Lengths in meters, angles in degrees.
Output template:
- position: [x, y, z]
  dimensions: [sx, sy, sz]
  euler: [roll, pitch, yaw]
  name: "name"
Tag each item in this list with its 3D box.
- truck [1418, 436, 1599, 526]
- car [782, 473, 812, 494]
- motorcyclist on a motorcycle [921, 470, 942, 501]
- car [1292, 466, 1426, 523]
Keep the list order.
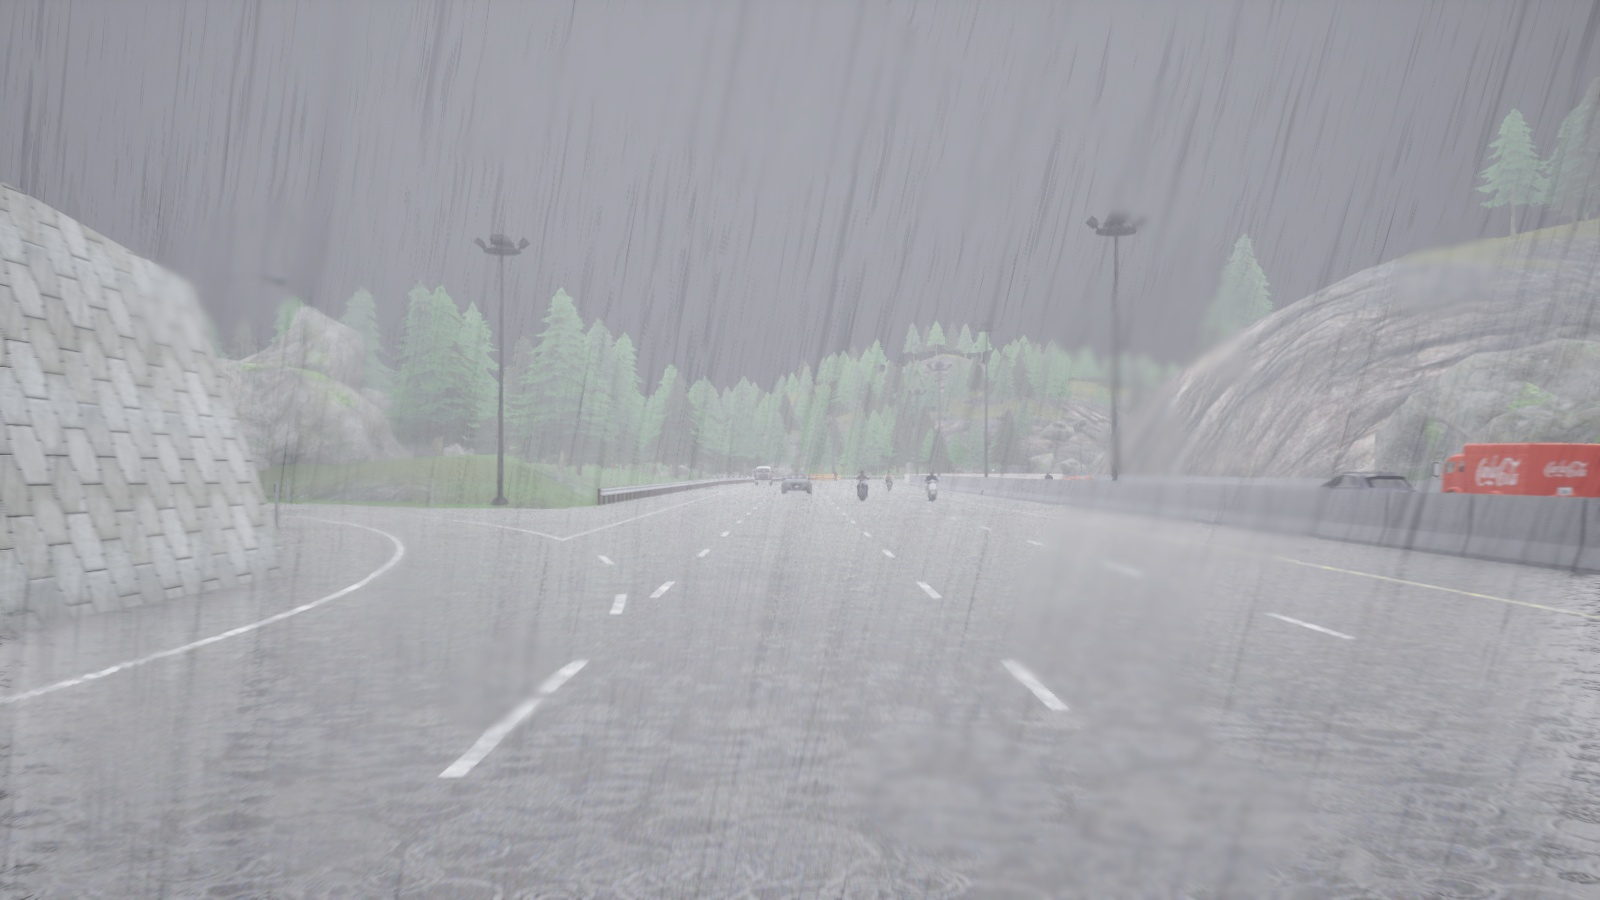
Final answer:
- position: [20.908, 0.872, 37.166]
  dimensions: [2.627, 2.467, 5.204]
  euler: [0, 0, 0]
  name: "truck"
- position: [-0.210, 2.327, 86.890]
  dimensions: [1.994, 1.385, 4.181]
  euler: [0, -1, 0]
  name: "car"
- position: [6.841, 1.830, 65.365]
  dimensions: [0.866, 1.590, 1.817]
  euler: [0, -1, 0]
  name: "motorcyclist on a motorcycle"
- position: [17.404, 1.333, 39.403]
  dimensions: [2.033, 1.649, 4.856]
  euler: [0, -1, 0]
  name: "car"
